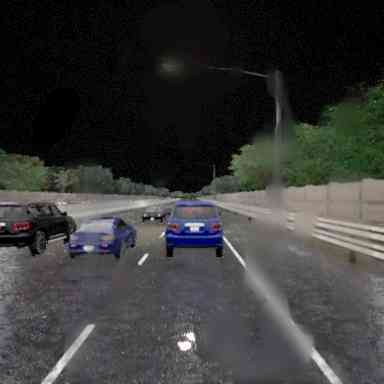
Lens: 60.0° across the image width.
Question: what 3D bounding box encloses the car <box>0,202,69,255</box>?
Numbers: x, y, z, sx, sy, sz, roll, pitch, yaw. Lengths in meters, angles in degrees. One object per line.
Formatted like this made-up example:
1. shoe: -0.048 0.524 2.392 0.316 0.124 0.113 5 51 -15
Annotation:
1. car: -6.907 1.432 14.427 2.150 2.045 5.566 0 -1 0

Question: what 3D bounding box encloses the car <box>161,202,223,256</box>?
1. car: 0.090 1.429 14.250 2.150 2.045 5.566 0 -1 0

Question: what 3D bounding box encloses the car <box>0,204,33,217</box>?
1. car: -21.114 2.181 39.990 1.994 1.385 4.181 0 -1 0

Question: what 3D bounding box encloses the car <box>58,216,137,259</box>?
1. car: -3.415 1.720 13.271 1.812 1.442 4.674 0 -1 0

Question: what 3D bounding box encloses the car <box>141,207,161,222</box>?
1. car: -3.420 2.067 30.831 1.895 1.301 4.718 0 -1 0

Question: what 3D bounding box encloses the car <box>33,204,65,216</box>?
1. car: -17.613 2.239 41.225 1.895 1.301 4.718 0 -1 0

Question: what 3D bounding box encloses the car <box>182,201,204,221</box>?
1. car: 0.079 1.867 33.811 2.097 1.767 4.553 0 -1 0
